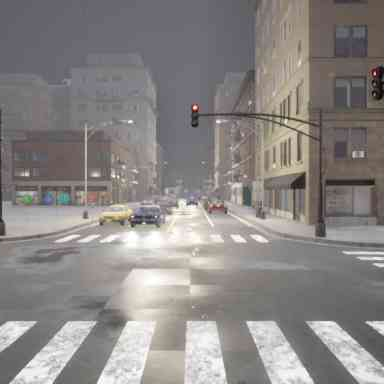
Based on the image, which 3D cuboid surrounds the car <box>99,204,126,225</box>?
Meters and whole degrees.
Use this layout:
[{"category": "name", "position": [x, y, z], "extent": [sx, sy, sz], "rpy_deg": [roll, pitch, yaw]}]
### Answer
[{"category": "car", "position": [-5.385, 1.526, 23.866], "extent": [1.752, 1.417, 4.829], "rpy_deg": [0, 0, 0]}]

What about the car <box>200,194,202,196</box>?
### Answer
[{"category": "car", "position": [2.645, 1.555, 69.330], "extent": [2.008, 1.369, 4.403], "rpy_deg": [0, 0, 0]}]

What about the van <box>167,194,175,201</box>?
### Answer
[{"category": "van", "position": [-5.378, 1.349, 86.317], "extent": [1.690, 1.788, 3.998], "rpy_deg": [0, 0, 0]}]

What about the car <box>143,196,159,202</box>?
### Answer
[{"category": "car", "position": [-5.383, 1.553, 41.021], "extent": [2.008, 1.369, 4.403], "rpy_deg": [0, 0, 0]}]

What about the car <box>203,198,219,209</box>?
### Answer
[{"category": "car", "position": [2.643, 1.568, 46.682], "extent": [1.947, 1.339, 4.313], "rpy_deg": [0, 0, 0]}]

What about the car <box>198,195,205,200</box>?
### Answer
[{"category": "car", "position": [2.648, 1.575, 91.977], "extent": [1.947, 1.339, 4.313], "rpy_deg": [0, 0, 0]}]

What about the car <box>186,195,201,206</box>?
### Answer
[{"category": "car", "position": [0.006, 1.604, 53.850], "extent": [1.895, 1.301, 4.718], "rpy_deg": [0, 0, 0]}]

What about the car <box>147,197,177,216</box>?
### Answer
[{"category": "car", "position": [-2.850, 1.548, 32.885], "extent": [2.033, 1.411, 5.357], "rpy_deg": [0, 0, 0]}]

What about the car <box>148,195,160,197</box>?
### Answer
[{"category": "car", "position": [-5.382, 1.318, 46.684], "extent": [2.192, 1.841, 5.009], "rpy_deg": [0, 0, 0]}]

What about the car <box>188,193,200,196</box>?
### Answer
[{"category": "car", "position": [0.007, 1.226, 64.152], "extent": [2.150, 2.045, 5.566], "rpy_deg": [0, 0, 0]}]

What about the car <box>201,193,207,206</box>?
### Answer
[{"category": "car", "position": [2.642, 1.317, 41.020], "extent": [2.192, 1.841, 5.009], "rpy_deg": [0, 0, 0]}]

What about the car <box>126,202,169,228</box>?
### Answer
[{"category": "car", "position": [-2.880, 1.601, 22.557], "extent": [1.895, 1.301, 4.718], "rpy_deg": [0, 0, 1]}]

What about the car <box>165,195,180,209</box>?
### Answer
[{"category": "car", "position": [-2.830, 1.528, 46.370], "extent": [1.812, 1.442, 4.674], "rpy_deg": [0, 0, 0]}]

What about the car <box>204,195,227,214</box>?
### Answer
[{"category": "car", "position": [2.642, 1.441, 35.358], "extent": [1.967, 1.590, 4.097], "rpy_deg": [0, 0, 0]}]
